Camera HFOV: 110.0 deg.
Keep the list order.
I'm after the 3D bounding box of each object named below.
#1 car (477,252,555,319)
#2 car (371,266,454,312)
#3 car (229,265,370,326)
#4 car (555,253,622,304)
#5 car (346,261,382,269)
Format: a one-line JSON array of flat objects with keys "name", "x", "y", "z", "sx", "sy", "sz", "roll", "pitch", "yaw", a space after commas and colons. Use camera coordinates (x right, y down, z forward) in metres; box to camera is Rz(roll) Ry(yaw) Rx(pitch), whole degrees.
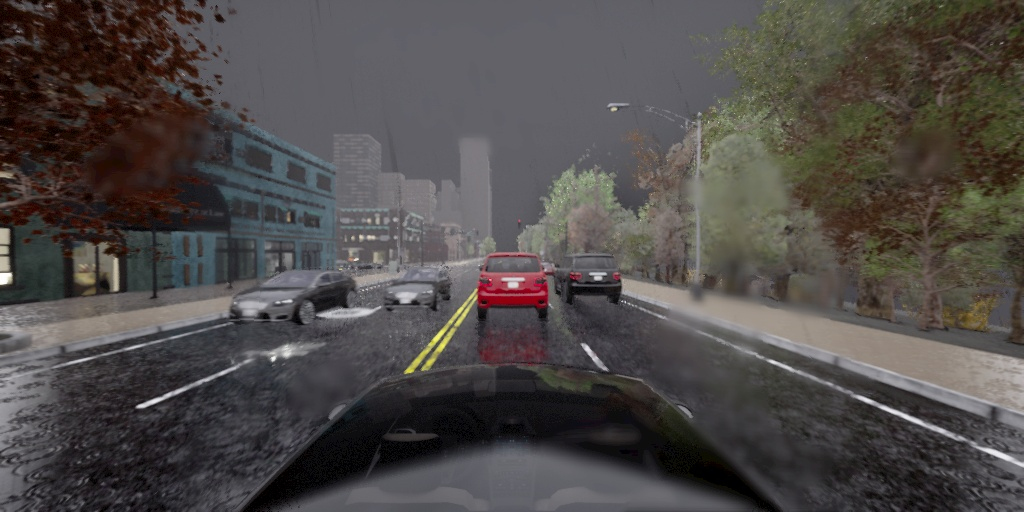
[{"name": "car", "x": -0.010, "y": 0.917, "z": 12.653, "sx": 2.150, "sy": 2.045, "sz": 5.566, "roll": 0, "pitch": 0, "yaw": -1}, {"name": "car", "x": -3.477, "y": 1.188, "z": 14.046, "sx": 2.128, "sy": 1.511, "sz": 4.902, "roll": 0, "pitch": 0, "yaw": -1}, {"name": "car", "x": -6.689, "y": 1.200, "z": 11.591, "sx": 2.128, "sy": 1.511, "sz": 4.902, "roll": 0, "pitch": 0, "yaw": -1}, {"name": "car", "x": 3.196, "y": 0.906, "z": 16.092, "sx": 2.150, "sy": 2.045, "sz": 5.566, "roll": 0, "pitch": 0, "yaw": 0}, {"name": "car", "x": -20.675, "y": 1.353, "z": 51.079, "sx": 4.313, "sy": 1.339, "sz": 1.948, "roll": 0, "pitch": 0, "yaw": -1}]
